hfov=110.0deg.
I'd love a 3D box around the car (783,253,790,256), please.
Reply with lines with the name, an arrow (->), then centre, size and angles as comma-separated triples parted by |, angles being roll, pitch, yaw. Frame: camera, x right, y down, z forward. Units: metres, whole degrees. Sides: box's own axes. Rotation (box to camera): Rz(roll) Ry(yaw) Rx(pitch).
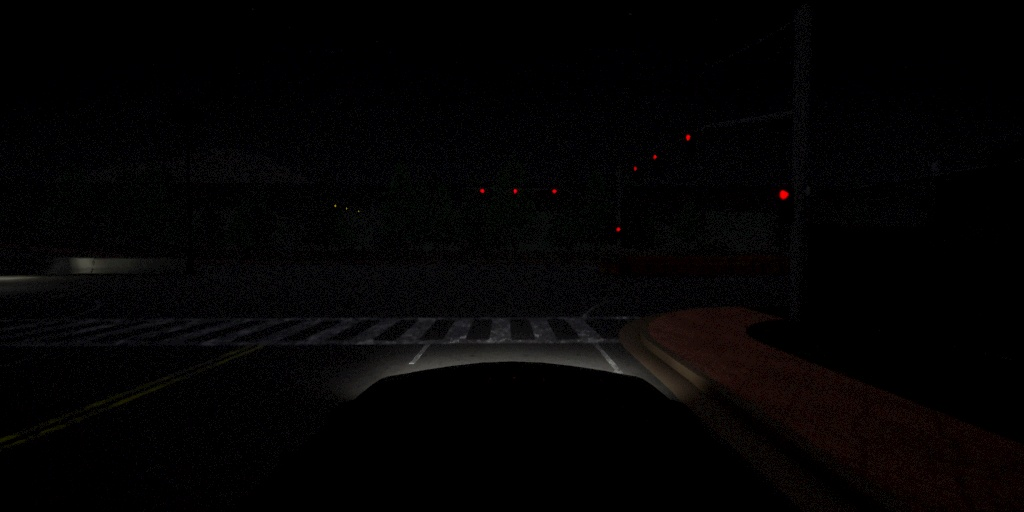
car -> 27.371, 0.465, 31.831 | 4.892, 1.490, 1.837 | 0, 1, -2

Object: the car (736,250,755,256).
car -> 26.442, 0.130, 38.793 | 4.553, 1.767, 2.097 | 0, 2, -2

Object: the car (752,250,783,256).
car -> 26.854, 0.395, 35.312 | 4.674, 1.442, 1.812 | 0, 1, -2
